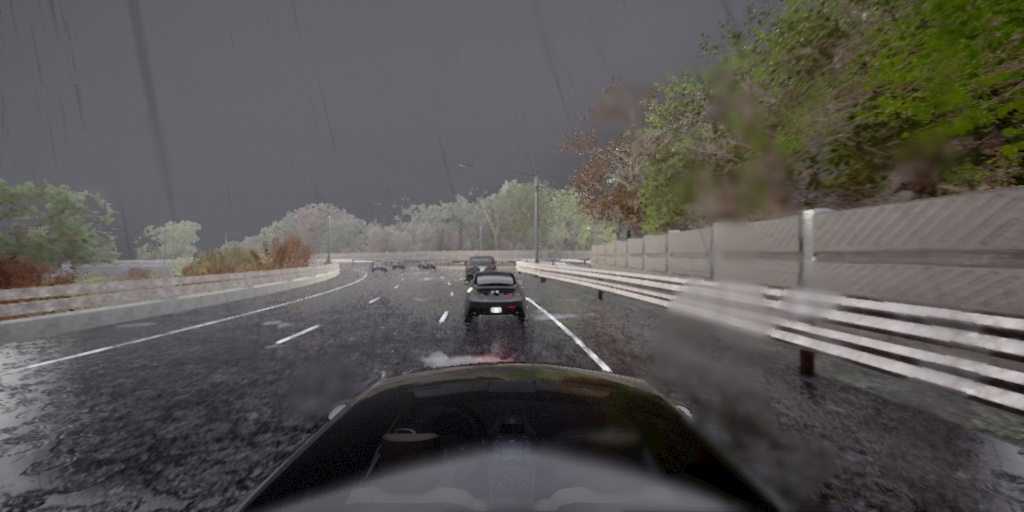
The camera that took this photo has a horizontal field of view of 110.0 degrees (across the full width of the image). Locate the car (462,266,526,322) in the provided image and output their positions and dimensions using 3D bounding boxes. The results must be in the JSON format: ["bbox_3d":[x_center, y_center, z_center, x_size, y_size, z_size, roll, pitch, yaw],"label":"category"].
[{"bbox_3d":[-0.647,1.263,12.405,1.837,1.490,4.892,0,0,-5],"label":"car"}]

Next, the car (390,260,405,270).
[{"bbox_3d":[-17.897,1.363,55.432,1.837,1.490,4.892,0,0,-28],"label":"car"}]

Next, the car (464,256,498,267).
[{"bbox_3d":[-2.279,0.995,26.383,2.150,2.045,5.566,0,0,-7],"label":"car"}]

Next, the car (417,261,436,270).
[{"bbox_3d":[-12.913,1.436,53.657,1.895,1.301,4.718,0,0,-28],"label":"car"}]

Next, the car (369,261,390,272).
[{"bbox_3d":[-18.617,1.405,49.546,2.033,1.411,5.357,0,0,-27],"label":"car"}]
